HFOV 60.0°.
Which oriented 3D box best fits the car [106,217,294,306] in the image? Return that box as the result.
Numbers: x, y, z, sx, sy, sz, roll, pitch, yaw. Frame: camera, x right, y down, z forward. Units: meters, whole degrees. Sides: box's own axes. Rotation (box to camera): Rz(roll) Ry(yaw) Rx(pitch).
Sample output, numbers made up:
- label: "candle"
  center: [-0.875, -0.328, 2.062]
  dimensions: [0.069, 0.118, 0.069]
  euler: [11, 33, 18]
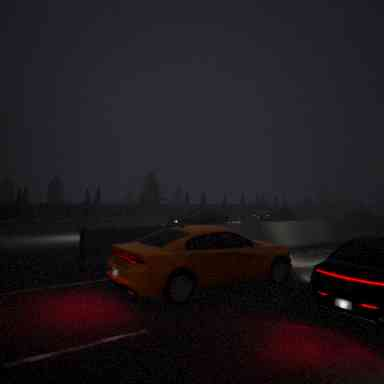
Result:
- label: "car"
  center: [0.416, 1.578, 8.342]
  dimensions: [5.008, 1.535, 1.882]
  euler: [2, -1, -35]

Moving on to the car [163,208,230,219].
- label: "car"
  center: [0.305, 1.790, 21.404]
  dimensions: [4.902, 1.511, 2.128]
  euler: [2, -1, -35]

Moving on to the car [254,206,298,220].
- label: "car"
  center: [7.878, 2.112, 31.101]
  dimensions: [4.892, 1.490, 1.837]
  euler: [2, -1, -35]

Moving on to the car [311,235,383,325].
- label: "car"
  center: [4.493, 1.672, 6.949]
  dimensions: [4.892, 1.490, 1.837]
  euler: [2, -1, -35]

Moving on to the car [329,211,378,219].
- label: "car"
  center: [12.677, 2.178, 25.926]
  dimensions: [5.357, 1.411, 2.033]
  euler: [2, -1, -35]
